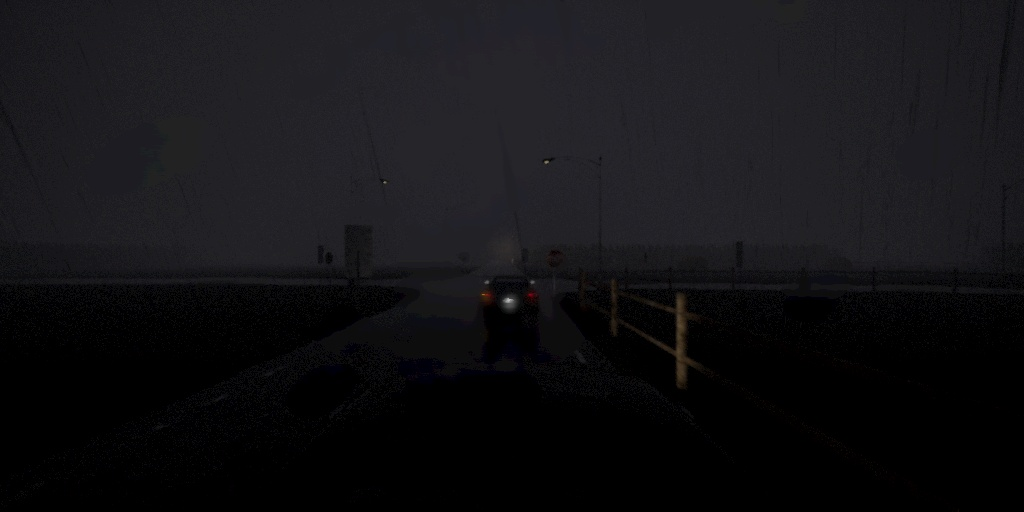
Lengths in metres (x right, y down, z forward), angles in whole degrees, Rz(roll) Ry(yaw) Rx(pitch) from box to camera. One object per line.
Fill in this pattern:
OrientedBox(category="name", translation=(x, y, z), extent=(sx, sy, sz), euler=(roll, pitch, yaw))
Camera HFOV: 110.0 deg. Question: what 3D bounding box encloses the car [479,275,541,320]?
OrientedBox(category="car", translation=(-0.053, 1.348, 12.825), extent=(1.994, 1.385, 4.181), euler=(0, 0, 0))
